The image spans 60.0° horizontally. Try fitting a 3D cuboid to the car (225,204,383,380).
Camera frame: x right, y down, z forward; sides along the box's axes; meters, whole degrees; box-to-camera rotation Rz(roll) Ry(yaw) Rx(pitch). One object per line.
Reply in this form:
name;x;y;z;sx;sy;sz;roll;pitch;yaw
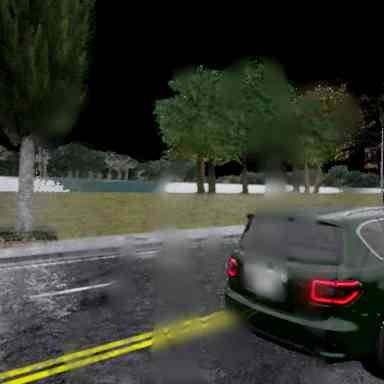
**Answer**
car;3.088;1.225;5.674;5.566;2.045;2.150;0;0;-35
